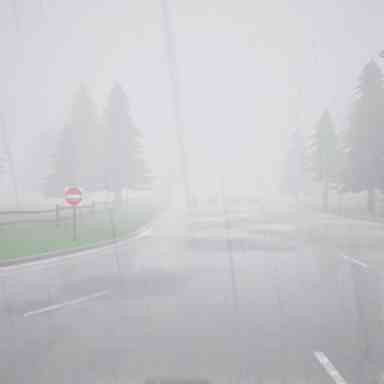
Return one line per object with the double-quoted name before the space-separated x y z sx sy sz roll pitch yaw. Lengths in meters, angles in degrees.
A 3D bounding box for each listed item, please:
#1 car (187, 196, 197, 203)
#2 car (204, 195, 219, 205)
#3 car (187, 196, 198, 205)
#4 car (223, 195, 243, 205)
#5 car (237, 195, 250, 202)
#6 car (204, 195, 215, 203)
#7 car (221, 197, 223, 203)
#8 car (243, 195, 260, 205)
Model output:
"car" 0.034 1.458 68.065 1.895 1.301 4.718 0 0 0
"car" 3.528 1.371 57.613 1.882 1.535 5.008 0 0 0
"car" 0.028 1.385 57.614 2.128 1.511 4.902 0 0 0
"car" 7.028 1.384 57.611 2.128 1.511 4.902 0 0 0
"car" 10.534 1.355 68.059 1.895 1.301 4.718 0 0 0
"car" 3.534 1.347 68.033 2.128 1.511 4.902 0 0 0
"car" 7.034 1.415 68.061 1.895 1.301 4.718 0 0 0
"car" 10.528 1.440 57.609 2.033 1.411 5.357 0 0 0
